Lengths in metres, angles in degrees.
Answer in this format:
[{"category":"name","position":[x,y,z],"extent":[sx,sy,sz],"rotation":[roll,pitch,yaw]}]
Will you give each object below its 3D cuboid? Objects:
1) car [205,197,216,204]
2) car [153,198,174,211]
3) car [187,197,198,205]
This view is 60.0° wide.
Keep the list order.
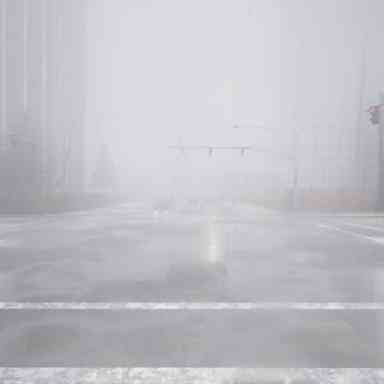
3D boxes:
[{"category":"car","position":[3.535,1.608,64.978],"extent":[1.895,1.301,4.718],"rotation":[0,0,0]},{"category":"car","position":[-3.577,1.568,40.752],"extent":[1.994,1.385,4.181],"rotation":[0,0,0]},{"category":"car","position":[0.133,1.607,60.454],"extent":[1.895,1.301,4.718],"rotation":[0,0,0]}]
